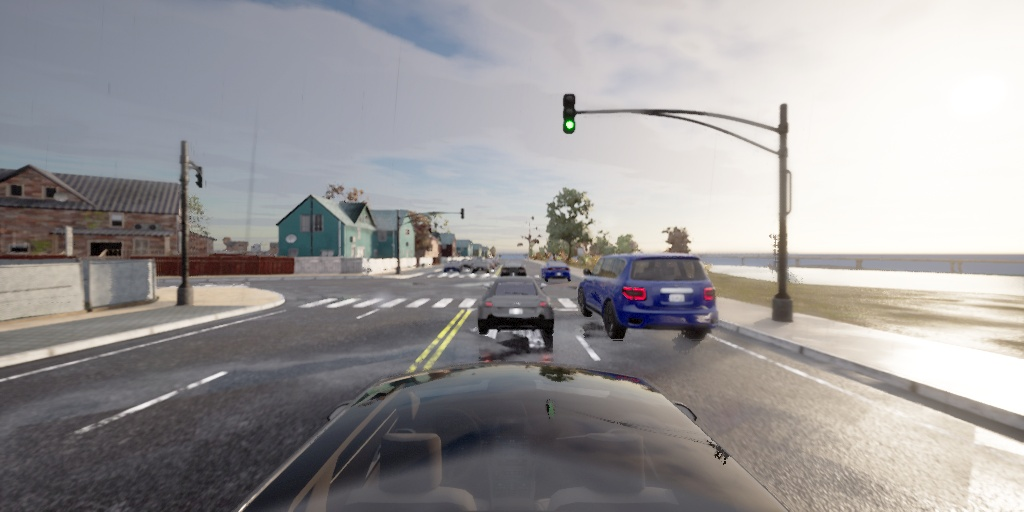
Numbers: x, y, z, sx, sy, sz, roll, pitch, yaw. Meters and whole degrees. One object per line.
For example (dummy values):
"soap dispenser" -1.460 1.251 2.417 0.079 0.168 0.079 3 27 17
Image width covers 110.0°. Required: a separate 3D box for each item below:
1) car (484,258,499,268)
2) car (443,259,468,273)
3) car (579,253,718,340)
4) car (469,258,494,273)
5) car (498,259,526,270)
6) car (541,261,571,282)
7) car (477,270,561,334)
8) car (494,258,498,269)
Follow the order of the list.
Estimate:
"car" -3.272 1.053 58.507 2.128 1.511 4.902 0 0 0
"car" -6.625 1.158 41.043 2.033 1.411 5.357 0 0 -2
"car" 3.348 0.937 9.961 2.150 2.045 5.566 0 0 0
"car" -3.346 1.118 39.959 1.837 1.490 4.892 0 0 0
"car" 0.095 1.127 28.588 1.882 1.535 5.008 0 0 0
"car" 3.346 1.128 28.062 1.882 1.535 5.008 0 0 0
"car" 0.098 1.278 10.523 1.994 1.385 4.181 0 0 0
"car" -3.336 1.112 49.222 1.812 1.442 4.674 0 0 0
